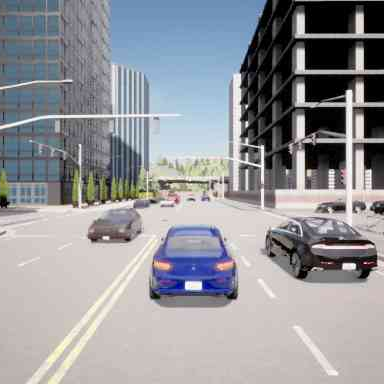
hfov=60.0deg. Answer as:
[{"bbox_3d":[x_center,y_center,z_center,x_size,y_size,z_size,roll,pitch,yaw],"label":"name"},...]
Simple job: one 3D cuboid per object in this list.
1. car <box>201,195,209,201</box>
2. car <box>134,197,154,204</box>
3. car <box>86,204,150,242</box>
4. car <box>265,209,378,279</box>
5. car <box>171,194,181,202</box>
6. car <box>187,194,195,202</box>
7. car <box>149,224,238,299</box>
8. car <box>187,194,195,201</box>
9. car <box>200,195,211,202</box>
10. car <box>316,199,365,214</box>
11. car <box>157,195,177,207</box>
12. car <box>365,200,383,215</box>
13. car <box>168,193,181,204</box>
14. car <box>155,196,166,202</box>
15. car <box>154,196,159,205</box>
[{"bbox_3d":[3.332,1.483,86.991,1.837,1.490,4.892,0,0,0],"label":"car"},{"bbox_3d":[-7.189,1.564,48.224,1.994,1.385,4.181,0,0,0],"label":"car"},{"bbox_3d":[-3.632,1.544,16.694,2.033,1.411,5.357,0,0,0],"label":"car"},{"bbox_3d":[3.560,1.492,10.038,2.128,1.511,4.902,0,0,-1],"label":"car"},{"bbox_3d":[-3.650,1.352,77.615,2.097,1.767,4.553,0,0,0],"label":"car"},{"bbox_3d":[-0.152,1.593,78.251,1.895,1.301,4.718,0,0,0],"label":"car"},{"bbox_3d":[0.044,1.526,8.314,1.812,1.442,4.674,0,0,0],"label":"car"},{"bbox_3d":[-0.168,1.339,86.954,2.097,1.767,4.553,0,0,0],"label":"car"},{"bbox_3d":[3.349,1.522,77.916,1.812,1.442,4.674,0,0,0],"label":"car"},{"bbox_3d":[15.516,1.436,34.631,4.902,1.511,2.128,0,0,0],"label":"car"},{"bbox_3d":[-3.694,1.601,50.352,1.895,1.301,4.718,0,0,0],"label":"car"},{"bbox_3d":[19.762,1.166,31.142,5.566,2.045,2.150,0,0,0],"label":"car"},{"bbox_3d":[-3.682,1.215,62.531,2.150,2.045,5.566,0,1,0],"label":"car"},{"bbox_3d":[-7.145,1.539,75.113,2.033,1.411,5.357,0,0,0],"label":"car"},{"bbox_3d":[-7.193,1.600,59.747,1.895,1.301,4.718,0,0,0],"label":"car"}]
